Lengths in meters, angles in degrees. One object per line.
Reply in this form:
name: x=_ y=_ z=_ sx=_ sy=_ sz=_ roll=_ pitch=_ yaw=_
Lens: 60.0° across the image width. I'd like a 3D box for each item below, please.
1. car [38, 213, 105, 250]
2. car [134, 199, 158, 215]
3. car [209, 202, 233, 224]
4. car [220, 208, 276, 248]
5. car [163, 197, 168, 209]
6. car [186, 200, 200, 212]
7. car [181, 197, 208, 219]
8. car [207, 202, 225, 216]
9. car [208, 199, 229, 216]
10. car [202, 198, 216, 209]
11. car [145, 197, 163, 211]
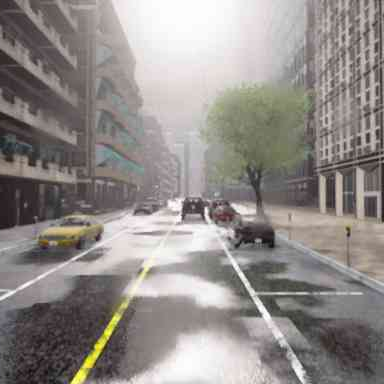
car: x=-5.264 y=1.642 z=15.049 sx=1.752 sy=1.417 sz=4.829 roll=1 pitch=0 yaw=0
car: x=-5.422 y=1.862 z=37.804 sx=1.947 sy=1.339 sz=4.313 roll=1 pitch=0 yaw=0
car: x=2.591 y=1.751 z=26.424 sx=1.887 sy=1.381 sz=4.507 roll=1 pitch=0 yaw=0
car: x=2.583 y=1.668 z=15.121 sx=2.008 sy=1.369 sz=4.403 roll=1 pitch=0 yaw=0
car: x=-5.413 y=2.001 z=54.743 sx=1.947 sy=1.339 sz=4.313 roll=1 pitch=0 yaw=0
car: x=0.127 y=1.877 z=46.958 sx=1.837 sy=1.490 sz=4.892 roll=0 pitch=0 yaw=0
car: x=0.117 y=1.470 z=32.084 sx=2.150 sy=2.045 sz=5.566 roll=0 pitch=-1 yaw=0
car: x=2.664 y=1.878 z=37.728 sx=1.802 sy=1.307 sz=4.206 roll=1 pitch=0 yaw=0
car: x=2.631 y=1.566 z=32.078 sx=2.192 sy=1.841 sz=5.009 roll=1 pitch=0 yaw=0
car: x=2.736 y=1.875 z=54.686 sx=1.967 sy=1.590 sz=4.097 roll=1 pitch=0 yaw=0
car: x=-5.416 y=1.657 z=43.453 sx=2.192 sy=1.841 sz=5.009 roll=1 pitch=0 yaw=0
